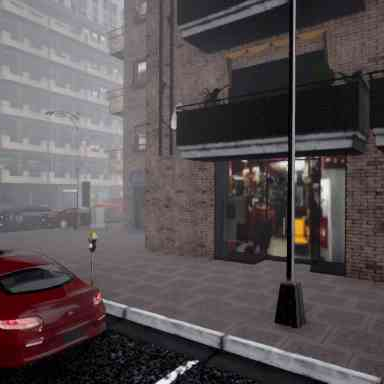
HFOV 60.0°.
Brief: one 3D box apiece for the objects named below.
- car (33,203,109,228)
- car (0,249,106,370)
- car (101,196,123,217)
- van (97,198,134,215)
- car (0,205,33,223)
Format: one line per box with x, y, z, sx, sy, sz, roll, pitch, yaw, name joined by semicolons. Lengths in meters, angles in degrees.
-8.492;1.756;23.728;1.887;1.381;4.507;0;-1;36;car
-3.119;1.582;5.230;4.206;1.307;1.802;0;0;36;car
-7.790;1.485;34.638;2.150;2.045;5.566;1;0;36;car
-8.664;1.606;37.847;1.690;1.788;3.998;0;-1;36;van
-13.273;1.727;27.006;1.994;1.385;4.181;1;0;36;car
